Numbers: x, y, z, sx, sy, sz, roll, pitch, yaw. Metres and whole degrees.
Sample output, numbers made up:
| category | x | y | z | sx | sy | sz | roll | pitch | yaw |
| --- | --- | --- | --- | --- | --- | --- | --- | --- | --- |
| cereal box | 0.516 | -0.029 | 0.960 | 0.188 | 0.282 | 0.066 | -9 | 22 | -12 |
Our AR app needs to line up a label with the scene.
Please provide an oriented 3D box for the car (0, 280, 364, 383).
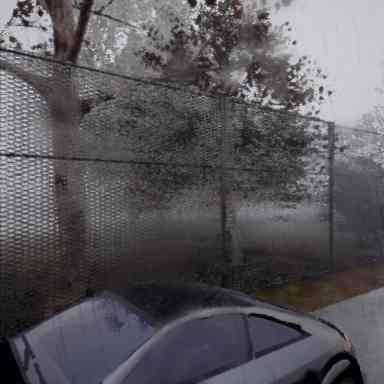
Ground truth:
| category | x | y | z | sx | sy | sz | roll | pitch | yaw |
| --- | --- | --- | --- | --- | --- | --- | --- | --- | --- |
| car | -0.429 | 1.564 | 2.760 | 4.181 | 1.385 | 1.994 | 0 | 0 | -35 |
